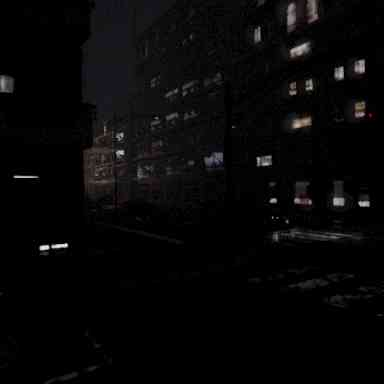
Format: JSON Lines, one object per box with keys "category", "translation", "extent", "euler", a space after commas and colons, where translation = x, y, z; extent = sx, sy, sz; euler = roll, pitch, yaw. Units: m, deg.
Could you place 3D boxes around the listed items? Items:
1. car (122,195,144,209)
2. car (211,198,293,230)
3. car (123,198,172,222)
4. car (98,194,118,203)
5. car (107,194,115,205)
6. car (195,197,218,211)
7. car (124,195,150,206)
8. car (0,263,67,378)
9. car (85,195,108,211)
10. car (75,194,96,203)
{"category": "car", "translation": [-5.314, 1.351, 32.952], "extent": [1.994, 1.385, 4.181], "euler": [-2, 1, -34]}
{"category": "car", "translation": [3.701, 1.344, 20.070], "extent": [2.128, 1.511, 4.902], "euler": [-2, 1, -37]}
{"category": "car", "translation": [-3.177, 1.428, 25.048], "extent": [1.887, 1.381, 4.507], "euler": [-1, 1, -35]}
{"category": "car", "translation": [-14.265, 1.076, 56.175], "extent": [1.752, 1.417, 4.829], "euler": [-1, 1, -35]}
{"category": "car", "translation": [-12.619, 1.145, 49.120], "extent": [1.837, 1.490, 4.892], "euler": [-2, 1, -34]}
{"category": "car", "translation": [2.018, 1.216, 32.688], "extent": [1.887, 1.381, 4.507], "euler": [-1, 1, -35]}
{"category": "car", "translation": [-7.824, 1.124, 46.811], "extent": [1.752, 1.417, 4.829], "euler": [-1, 1, -35]}
{"category": "car", "translation": [-3.799, 1.559, 3.874], "extent": [4.403, 1.369, 2.008], "euler": [-1, -1, -35]}
{"category": "car", "translation": [-11.407, 1.367, 37.240], "extent": [2.008, 1.369, 4.403], "euler": [-1, 1, -35]}
{"category": "car", "translation": [-18.570, 1.089, 57.683], "extent": [2.128, 1.511, 4.902], "euler": [-2, 1, -35]}
